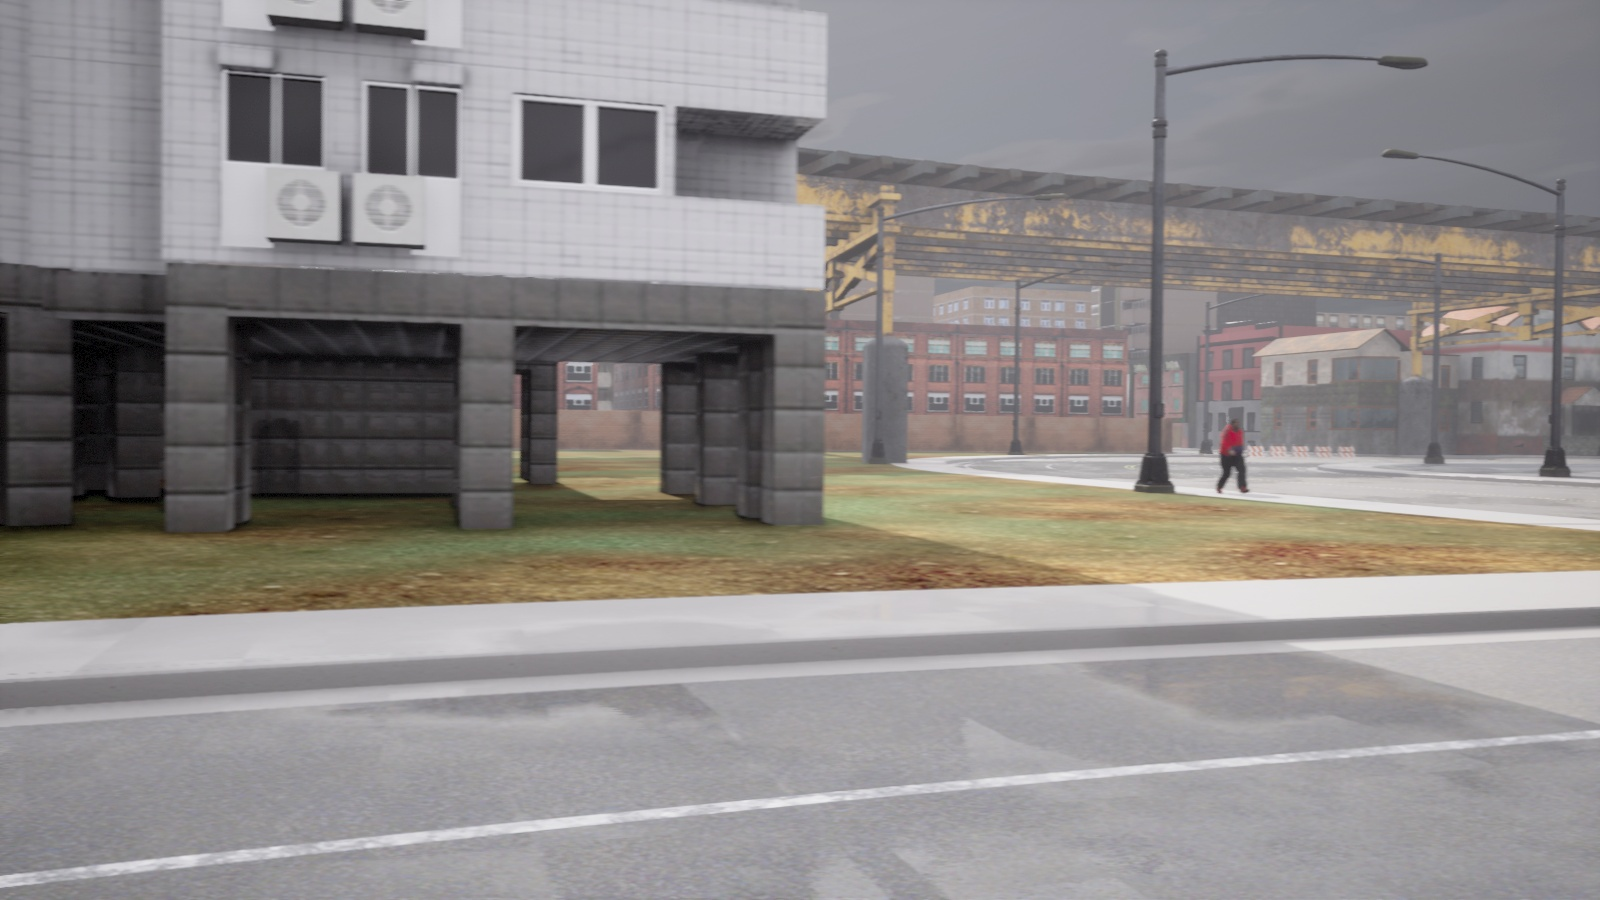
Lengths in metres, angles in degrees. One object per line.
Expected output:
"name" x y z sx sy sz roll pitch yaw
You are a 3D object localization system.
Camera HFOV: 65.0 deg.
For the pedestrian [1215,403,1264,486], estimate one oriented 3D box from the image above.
"pedestrian" 9.982 -0.136 28.533 0.634 1.844 0.899 -1 1 -19
